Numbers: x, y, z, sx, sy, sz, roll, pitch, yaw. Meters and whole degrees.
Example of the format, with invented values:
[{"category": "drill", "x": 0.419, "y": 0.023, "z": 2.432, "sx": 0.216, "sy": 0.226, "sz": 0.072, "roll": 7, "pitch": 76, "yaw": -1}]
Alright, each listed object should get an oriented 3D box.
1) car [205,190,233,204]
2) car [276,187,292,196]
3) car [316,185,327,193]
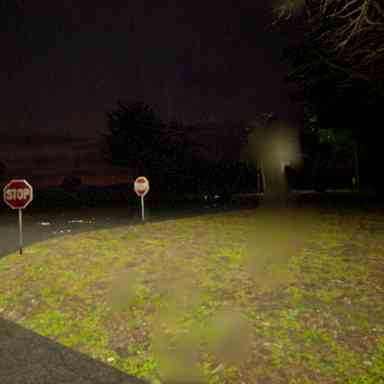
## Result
[{"category": "car", "x": 3.528, "y": 0.615, "z": 44.110, "sx": 2.097, "sy": 1.767, "sz": 4.553, "roll": -3, "pitch": 0, "yaw": 34}, {"category": "car", "x": 18.180, "y": -0.121, "z": 65.638, "sx": 2.128, "sy": 1.511, "sz": 4.902, "roll": -3, "pitch": 1, "yaw": 34}, {"category": "car", "x": 28.002, "y": -0.733, "z": 72.010, "sx": 1.882, "sy": 1.535, "sz": 5.008, "roll": -2, "pitch": 1, "yaw": 28}]
